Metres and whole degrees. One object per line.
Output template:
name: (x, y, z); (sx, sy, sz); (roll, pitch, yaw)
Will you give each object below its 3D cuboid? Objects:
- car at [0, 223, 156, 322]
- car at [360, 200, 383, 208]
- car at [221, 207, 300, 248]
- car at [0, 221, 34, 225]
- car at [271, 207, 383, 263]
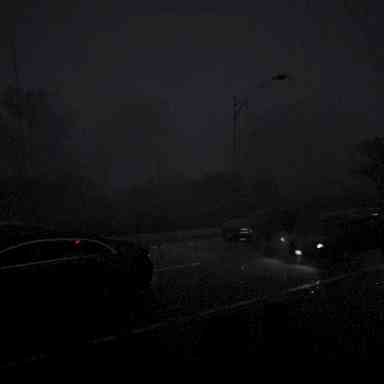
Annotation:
car: (-3.050, 1.493, 6.102); (4.902, 1.511, 2.128); (0, 0, -35)
car: (11.672, 1.215, 20.806); (4.181, 1.385, 1.994); (-4, 2, -36)
car: (3.546, 1.457, 15.045); (5.008, 1.535, 1.882); (-1, 1, -35)
car: (-5.285, 1.526, 8.806); (4.674, 1.442, 1.812); (0, 0, -35)
car: (5.604, 1.527, 12.213); (5.357, 1.411, 2.033); (-1, 1, -35)
